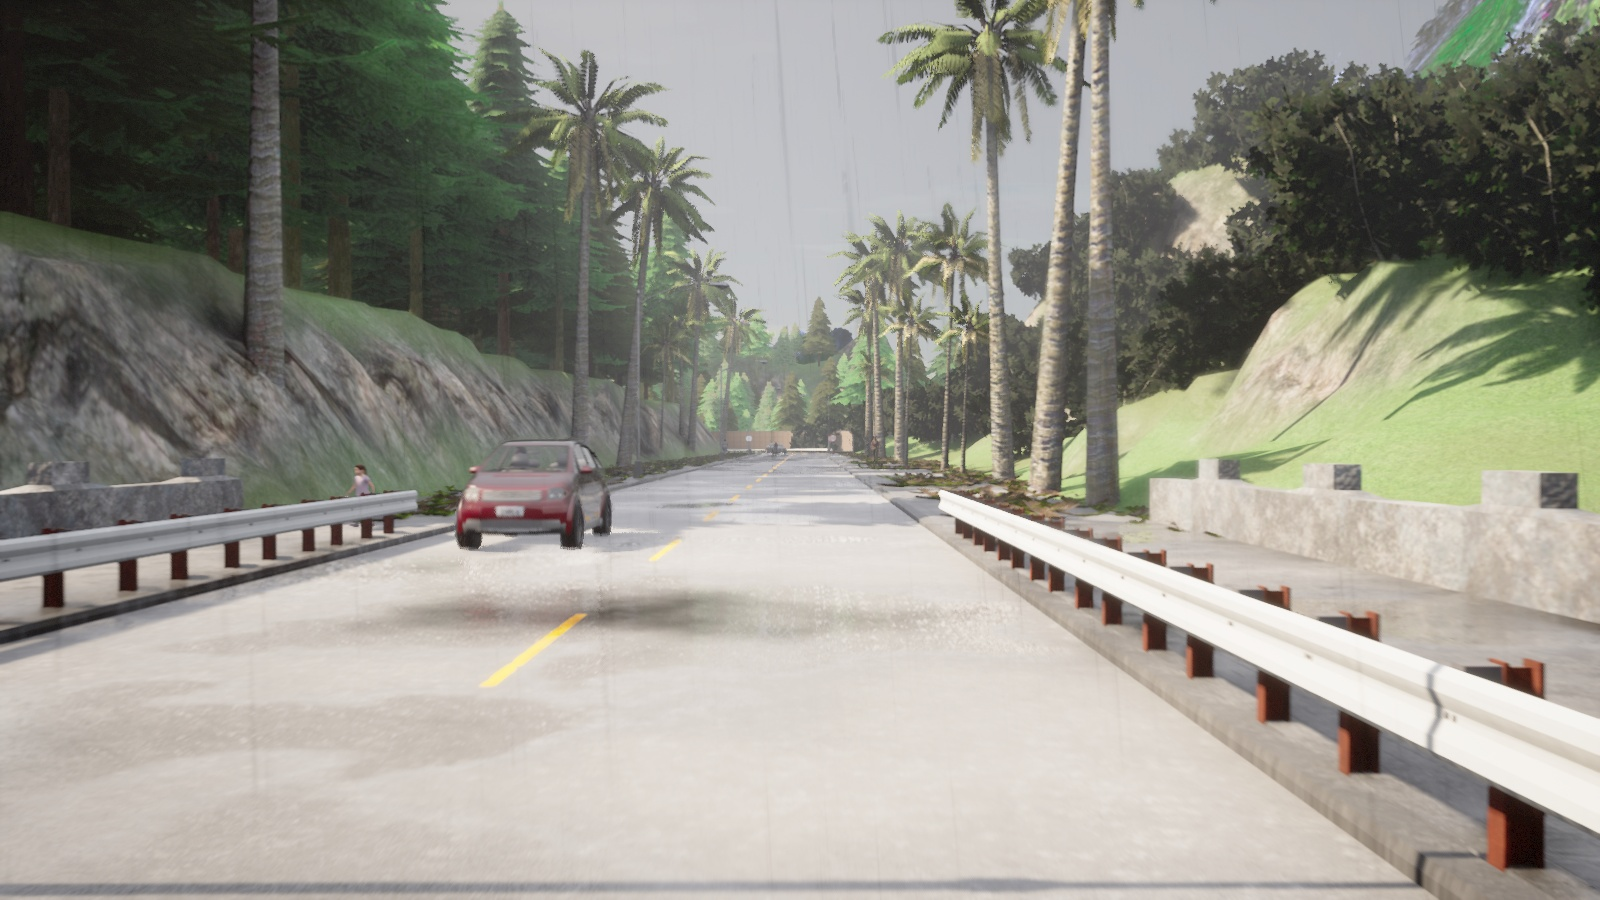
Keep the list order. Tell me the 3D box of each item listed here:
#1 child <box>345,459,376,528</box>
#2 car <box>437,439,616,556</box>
[{"bbox_3d":[-7.257,0.710,20.741,0.255,1.110,0.394,0,0,38],"label":"child"},{"bbox_3d":[-3.876,0.619,18.399,1.789,1.549,3.705,0,0,0],"label":"car"}]
